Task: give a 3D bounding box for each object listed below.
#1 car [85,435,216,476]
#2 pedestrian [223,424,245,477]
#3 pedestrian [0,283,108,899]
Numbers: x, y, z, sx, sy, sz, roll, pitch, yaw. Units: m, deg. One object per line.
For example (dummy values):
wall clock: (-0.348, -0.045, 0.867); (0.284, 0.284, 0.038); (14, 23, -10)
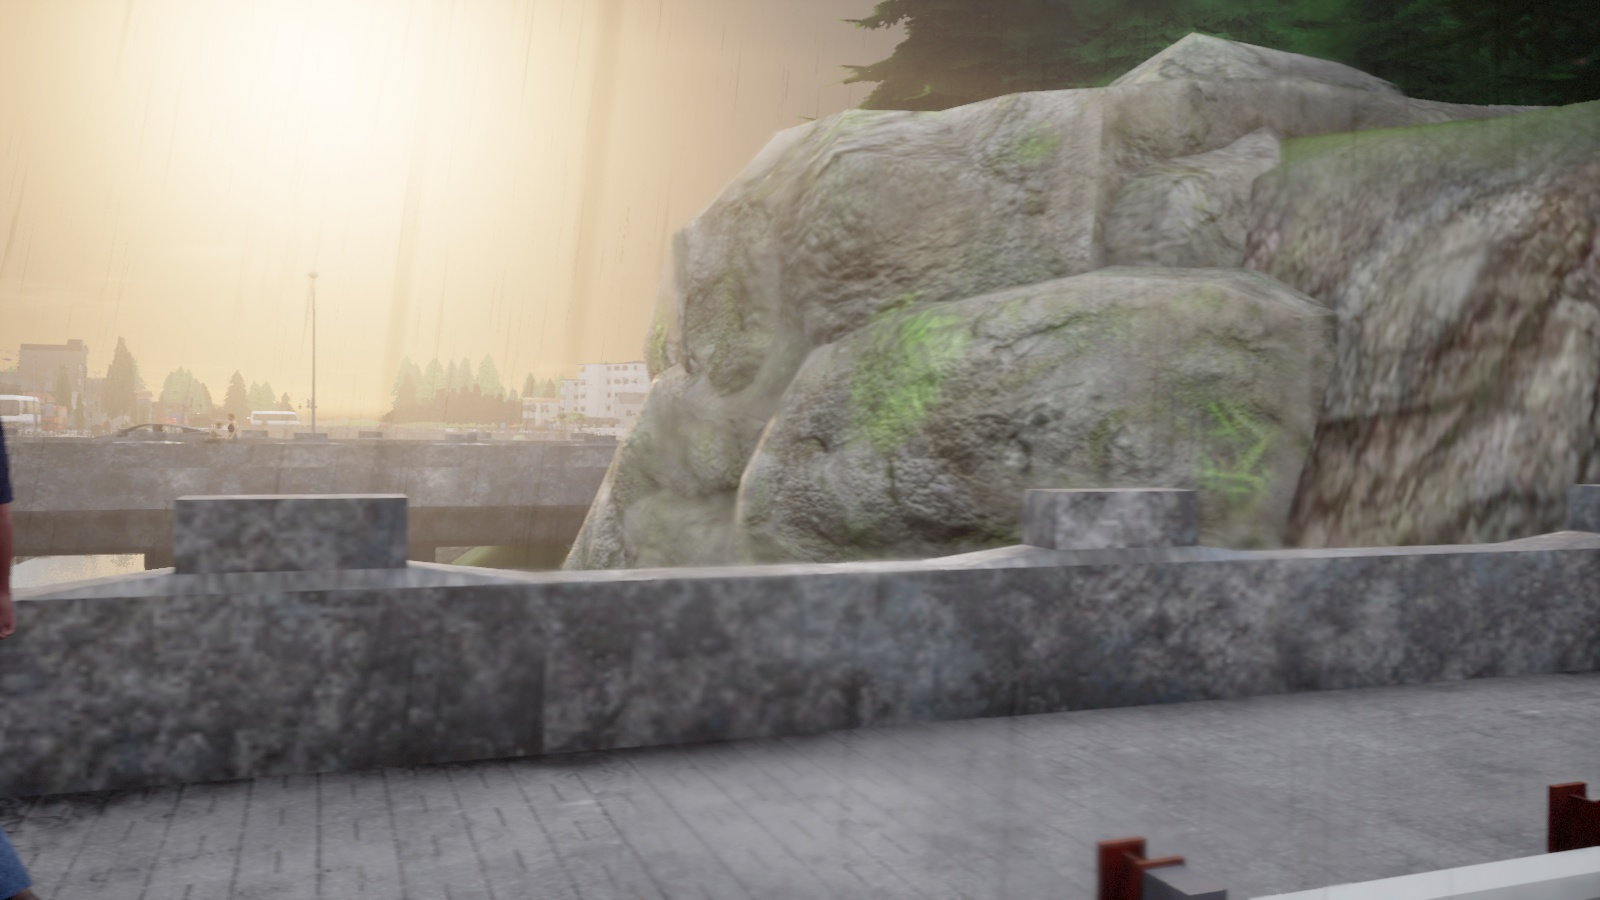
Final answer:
car: (-26.308, 0.199, 51.021); (4.514, 1.525, 2.007); (-1, 1, -21)
pedestrian: (-19.944, 0.004, 44.245); (0.594, 1.836, 0.345); (-1, 1, -40)
pedestrian: (-2.419, 0.476, 3.549); (0.706, 1.836, 0.354); (-1, 1, 4)
